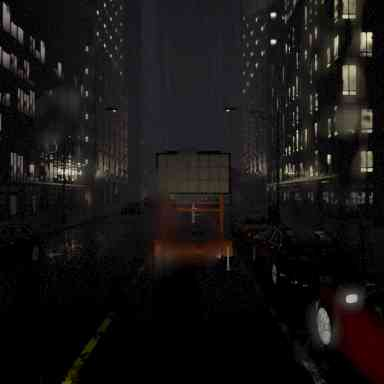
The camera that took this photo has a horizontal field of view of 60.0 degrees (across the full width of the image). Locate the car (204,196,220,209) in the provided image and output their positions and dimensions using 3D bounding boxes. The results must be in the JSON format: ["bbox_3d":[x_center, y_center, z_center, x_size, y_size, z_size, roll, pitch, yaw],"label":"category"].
[{"bbox_3d":[2.880,1.533,43.029,1.947,1.339,4.313,0,0,0],"label":"car"}]

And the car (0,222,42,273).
[{"bbox_3d":[-5.646,1.550,9.021,2.008,1.369,4.403,0,0,0],"label":"car"}]

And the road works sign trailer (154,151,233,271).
[{"bbox_3d":[0.046,0.463,10.901,2.380,3.560,2.880,0,0,0],"label":"road works sign trailer"}]

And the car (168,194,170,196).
[{"bbox_3d":[-5.428,1.519,60.102,1.802,1.307,4.206,1,0,0],"label":"car"}]

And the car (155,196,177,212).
[{"bbox_3d":[-2.836,1.537,38.859,1.994,1.385,4.181,0,0,0],"label":"car"}]

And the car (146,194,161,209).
[{"bbox_3d":[-5.499,1.408,43.077,1.967,1.590,4.097,0,0,0],"label":"car"}]

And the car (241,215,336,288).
[{"bbox_3d":[2.734,1.550,8.978,2.008,1.369,4.403,0,0,0],"label":"car"}]

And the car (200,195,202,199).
[{"bbox_3d":[2.953,1.519,60.052,1.802,1.307,4.206,1,0,0],"label":"car"}]

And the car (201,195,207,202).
[{"bbox_3d":[2.929,1.531,54.378,1.802,1.307,4.206,1,0,0],"label":"car"}]

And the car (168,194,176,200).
[{"bbox_3d":[-5.306,1.388,88.311,1.752,1.417,4.829,1,0,0],"label":"car"}]

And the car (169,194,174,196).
[{"bbox_3d":[-5.376,1.226,71.454,2.192,1.841,5.009,1,0,0],"label":"car"}]

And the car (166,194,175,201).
[{"bbox_3d":[-5.329,1.320,82.805,1.967,1.590,4.097,1,0,0],"label":"car"}]

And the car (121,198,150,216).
[{"bbox_3d":[-5.549,1.527,31.725,1.887,1.381,4.507,0,0,0],"label":"car"}]

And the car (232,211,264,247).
[{"bbox_3d":[2.759,1.522,14.825,1.752,1.417,4.829,0,0,0],"label":"car"}]

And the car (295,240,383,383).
[{"bbox_3d":[2.710,1.545,3.304,1.887,1.381,4.507,0,0,0],"label":"car"}]

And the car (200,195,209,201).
[{"bbox_3d":[3.050,1.446,82.751,1.947,1.339,4.313,1,0,0],"label":"car"}]

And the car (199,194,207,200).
[{"bbox_3d":[3.099,1.390,94.101,1.887,1.381,4.507,1,0,0],"label":"car"}]
